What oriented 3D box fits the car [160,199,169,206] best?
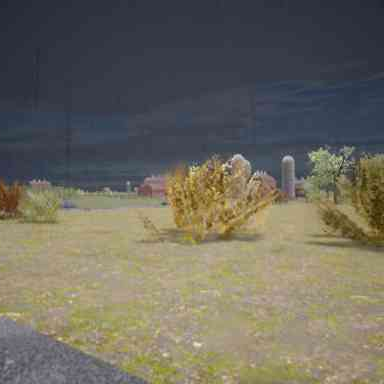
[{"bbox_3d":[-4.214,1.954,64.654,1.994,1.385,4.181,-1,-1,36],"label":"car"}]

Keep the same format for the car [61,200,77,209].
[{"bbox_3d":[-18.345,1.672,45.046,2.033,1.411,5.357,-1,-1,36],"label":"car"}]
